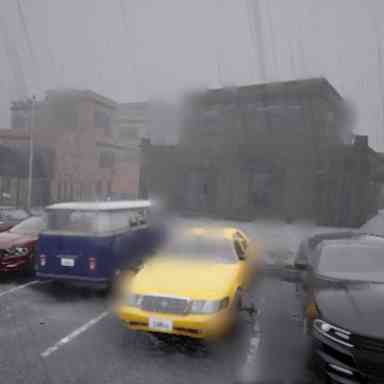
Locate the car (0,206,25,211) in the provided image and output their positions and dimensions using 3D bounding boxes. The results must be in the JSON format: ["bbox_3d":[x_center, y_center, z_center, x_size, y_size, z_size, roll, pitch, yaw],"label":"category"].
[{"bbox_3d":[-6.859,1.304,12.274,2.185,1.767,4.553,0,-1,15],"label":"car"}]

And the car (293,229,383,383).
[{"bbox_3d":[2.752,1.469,5.499,2.097,1.535,5.008,1,0,16],"label":"car"}]

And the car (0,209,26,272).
[{"bbox_3d":[-4.436,1.439,10.603,2.097,1.535,5.008,1,0,15],"label":"car"}]

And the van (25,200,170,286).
[{"bbox_3d":[-2.007,1.225,9.011,1.878,1.987,4.442,0,-1,15],"label":"van"}]

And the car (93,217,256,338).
[{"bbox_3d":[0.305,1.454,7.015,1.946,1.575,5.366,1,0,16],"label":"car"}]
